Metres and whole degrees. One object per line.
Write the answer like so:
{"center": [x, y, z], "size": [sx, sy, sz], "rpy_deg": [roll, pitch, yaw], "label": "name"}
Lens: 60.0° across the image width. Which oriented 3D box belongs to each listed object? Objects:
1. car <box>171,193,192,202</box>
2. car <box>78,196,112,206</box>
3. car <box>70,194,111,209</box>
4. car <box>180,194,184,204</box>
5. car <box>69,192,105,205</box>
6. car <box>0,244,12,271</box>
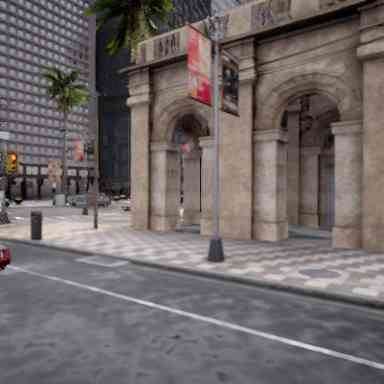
{"center": [-2.173, 1.198, 69.742], "size": [2.185, 1.767, 4.553], "rpy_deg": [0, 0, 35], "label": "car"}
{"center": [-15.020, 1.356, 51.966], "size": [2.161, 1.482, 4.786], "rpy_deg": [0, 0, 35], "label": "car"}
{"center": [-12.867, 1.358, 43.656], "size": [2.128, 1.511, 4.902], "rpy_deg": [0, 0, 36], "label": "car"}
{"center": [-3.545, 1.415, 56.601], "size": [2.033, 1.411, 5.357], "rpy_deg": [0, 0, 36], "label": "car"}
{"center": [-14.644, 1.075, 47.177], "size": [2.150, 2.045, 5.566], "rpy_deg": [0, 0, 36], "label": "car"}
{"center": [-6.845, 1.561, 8.905], "size": [4.718, 1.301, 1.895], "rpy_deg": [0, 0, 37], "label": "car"}
